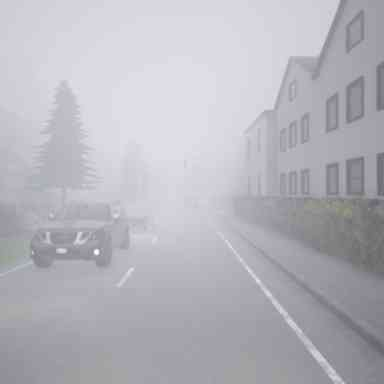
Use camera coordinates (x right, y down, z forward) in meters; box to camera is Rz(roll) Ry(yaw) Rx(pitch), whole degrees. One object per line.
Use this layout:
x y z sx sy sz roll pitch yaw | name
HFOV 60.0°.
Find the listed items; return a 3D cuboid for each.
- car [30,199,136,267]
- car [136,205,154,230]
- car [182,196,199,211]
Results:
-3.676 1.311 12.061 2.150 2.045 5.566 0 0 -1 | car
-3.696 1.641 22.367 1.882 1.535 5.008 0 -1 0 | car
-0.216 1.559 46.340 2.150 2.045 5.566 0 0 -3 | car
